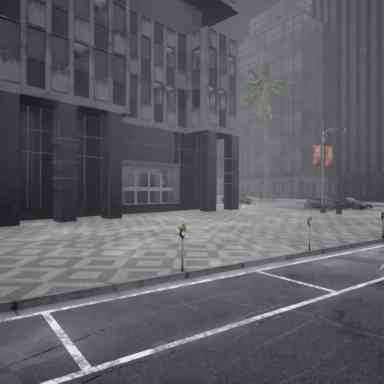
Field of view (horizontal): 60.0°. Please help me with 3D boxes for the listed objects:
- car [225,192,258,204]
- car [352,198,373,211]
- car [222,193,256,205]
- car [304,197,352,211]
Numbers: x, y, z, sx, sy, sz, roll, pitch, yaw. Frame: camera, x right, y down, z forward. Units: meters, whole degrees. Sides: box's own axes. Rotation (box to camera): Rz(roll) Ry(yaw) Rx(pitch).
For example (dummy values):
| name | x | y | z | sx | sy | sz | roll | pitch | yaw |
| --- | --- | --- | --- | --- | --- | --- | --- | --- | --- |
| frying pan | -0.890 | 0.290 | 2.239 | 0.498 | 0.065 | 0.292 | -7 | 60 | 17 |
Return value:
| name | x | y | z | sx | sy | sz | roll | pitch | yaw |
| --- | --- | --- | --- | --- | --- | --- | --- | --- | --- |
| car | 7.259 | 0.871 | 49.346 | 1.882 | 1.535 | 5.008 | 0 | 1 | -35 |
| car | 16.614 | 1.221 | 36.128 | 2.033 | 1.411 | 5.357 | 0 | 1 | -35 |
| car | 6.098 | 0.934 | 45.350 | 1.837 | 1.490 | 4.892 | 0 | 1 | -36 |
| car | 13.755 | 1.225 | 34.546 | 1.994 | 1.385 | 4.181 | 0 | 1 | -35 |
